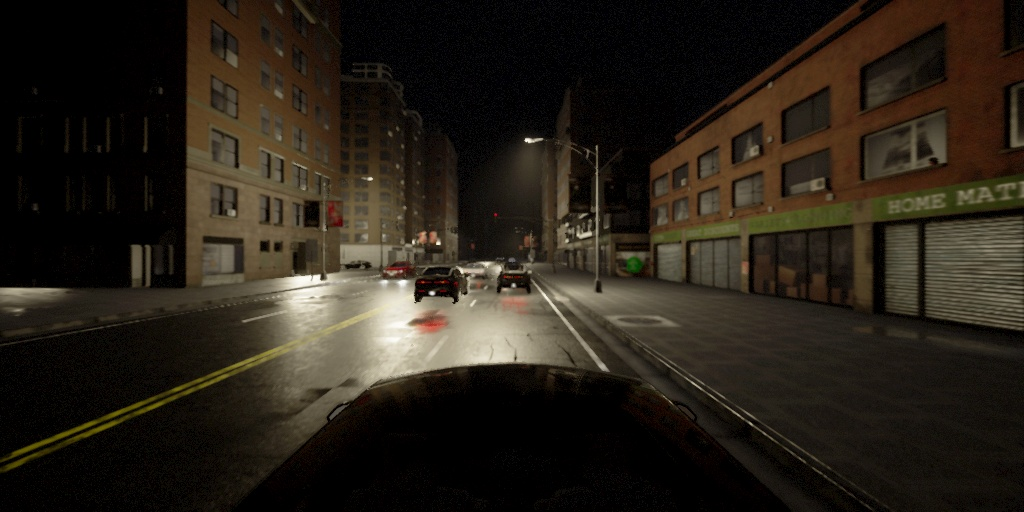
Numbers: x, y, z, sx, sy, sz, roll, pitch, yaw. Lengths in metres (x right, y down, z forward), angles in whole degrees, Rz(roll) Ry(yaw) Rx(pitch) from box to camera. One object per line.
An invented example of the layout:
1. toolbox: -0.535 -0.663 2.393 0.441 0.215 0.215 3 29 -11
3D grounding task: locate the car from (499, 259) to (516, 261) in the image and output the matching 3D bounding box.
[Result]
1. car: 0.004 1.229 30.546 1.812 1.442 4.674 0 0 0

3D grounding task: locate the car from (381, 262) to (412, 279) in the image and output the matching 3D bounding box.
1. car: -9.789 1.227 31.528 1.812 1.442 4.674 0 0 1

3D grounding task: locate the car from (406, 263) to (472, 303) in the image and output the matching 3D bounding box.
1. car: -3.149 1.228 16.565 1.837 1.490 4.892 0 0 0

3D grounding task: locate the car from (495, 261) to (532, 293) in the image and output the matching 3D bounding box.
1. car: 0.099 1.224 20.498 1.837 1.490 4.892 0 0 0

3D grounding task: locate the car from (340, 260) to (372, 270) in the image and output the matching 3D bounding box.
1. car: -22.146 1.261 51.002 4.313 1.339 1.948 0 0 0

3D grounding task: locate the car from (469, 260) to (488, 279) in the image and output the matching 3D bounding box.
1. car: -3.149 1.303 31.199 1.895 1.301 4.718 0 0 0
